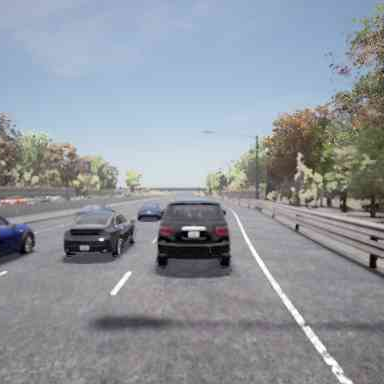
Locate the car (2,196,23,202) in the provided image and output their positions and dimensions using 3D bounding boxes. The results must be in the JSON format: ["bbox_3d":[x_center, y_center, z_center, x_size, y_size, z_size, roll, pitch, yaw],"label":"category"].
[{"bbox_3d":[-28.066,1.448,52.477,2.097,1.767,4.553,0,0,0],"label":"car"}]

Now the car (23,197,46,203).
[{"bbox_3d":[-24.567,1.590,53.806,2.128,1.511,4.902,0,0,0],"label":"car"}]

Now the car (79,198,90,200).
[{"bbox_3d":[-17.572,1.664,54.124,1.994,1.385,4.181,0,0,0],"label":"car"}]

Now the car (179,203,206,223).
[{"bbox_3d":[0.054,1.640,26.563,1.895,1.301,4.718,0,0,0],"label":"car"}]

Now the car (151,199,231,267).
[{"bbox_3d":[0.060,1.236,11.612,2.150,2.045,5.566,0,0,0],"label":"car"}]

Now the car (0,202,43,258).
[{"bbox_3d":[-6.947,1.368,10.665,2.097,1.767,4.553,0,0,0],"label":"car"}]

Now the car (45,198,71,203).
[{"bbox_3d":[-21.063,1.646,53.581,2.033,1.411,5.357,0,0,1],"label":"car"}]

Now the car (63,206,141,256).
[{"bbox_3d":[-3.431,1.524,13.085,1.837,1.490,4.892,0,0,0],"label":"car"}]

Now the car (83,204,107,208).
[{"bbox_3d":[-6.963,1.582,24.310,2.033,1.411,5.357,0,0,0],"label":"car"}]

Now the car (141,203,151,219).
[{"bbox_3d":[-3.434,1.606,28.609,1.994,1.385,4.181,0,0,0],"label":"car"}]
